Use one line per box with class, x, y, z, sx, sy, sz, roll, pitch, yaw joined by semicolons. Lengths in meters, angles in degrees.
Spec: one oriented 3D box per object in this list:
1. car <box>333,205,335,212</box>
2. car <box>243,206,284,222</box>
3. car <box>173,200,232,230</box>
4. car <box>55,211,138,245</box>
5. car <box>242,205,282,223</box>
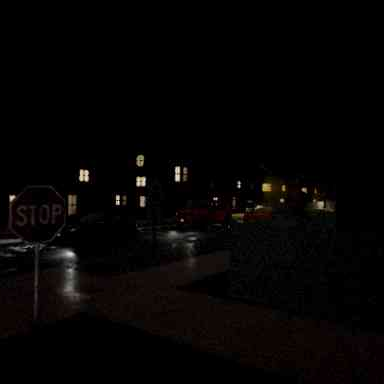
car;22.959;2.484;50.205;2.150;2.045;5.566;2;0;36
car;6.034;2.097;27.247;1.882;1.535;5.008;2;0;37
car;0.969;1.671;25.299;2.150;2.045;5.566;2;0;36
car;-4.856;1.761;17.354;1.812;1.442;4.674;2;0;36
car;7.172;2.174;33.722;2.128;1.511;4.902;2;0;36
